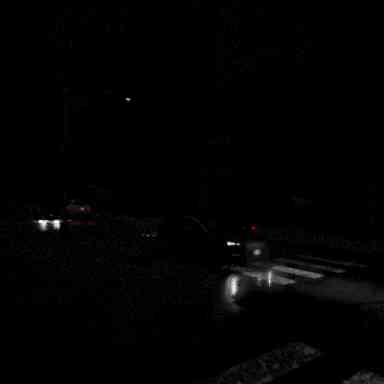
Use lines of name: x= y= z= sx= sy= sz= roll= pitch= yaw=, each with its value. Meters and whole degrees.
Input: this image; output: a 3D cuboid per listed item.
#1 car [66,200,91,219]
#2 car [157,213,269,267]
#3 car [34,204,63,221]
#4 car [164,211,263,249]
car: x=-12.677 y=1.844 z=35.927 sx=2.150 sy=2.045 sz=5.566 roll=1 pitch=-2 yaw=-35
car: x=0.530 y=1.560 z=11.856 sx=2.128 sy=1.511 sz=4.902 roll=1 pitch=-2 yaw=-35
car: x=-14.656 y=2.119 z=33.624 sx=1.994 sy=1.385 sz=4.181 roll=1 pitch=-2 yaw=-35
car: x=0.843 y=1.727 z=16.556 sx=2.033 sy=1.411 sz=5.357 roll=1 pitch=-2 yaw=-35
